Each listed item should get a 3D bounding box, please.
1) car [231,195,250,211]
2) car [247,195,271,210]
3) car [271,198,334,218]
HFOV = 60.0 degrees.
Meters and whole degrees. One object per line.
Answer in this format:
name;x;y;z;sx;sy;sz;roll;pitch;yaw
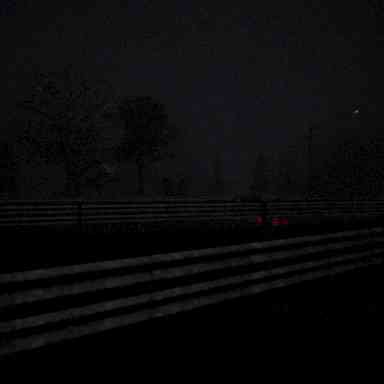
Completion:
car;6.055;1.059;32.856;4.553;1.767;2.097;0;0;-23
car;7.634;1.233;29.712;4.674;1.442;1.812;0;0;-23
car;9.169;1.197;26.571;4.902;1.511;2.128;0;0;-23
